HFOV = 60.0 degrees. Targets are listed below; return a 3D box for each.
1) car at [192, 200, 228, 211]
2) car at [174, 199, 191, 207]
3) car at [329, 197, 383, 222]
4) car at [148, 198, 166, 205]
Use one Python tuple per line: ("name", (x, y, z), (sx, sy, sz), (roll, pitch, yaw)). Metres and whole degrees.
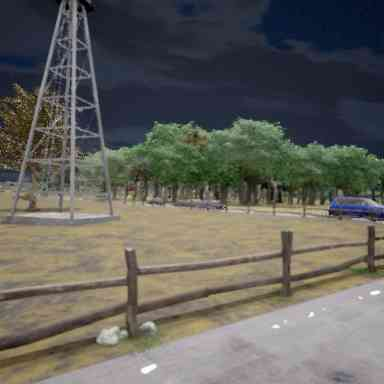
("car", (2.712, 1.863, 47.205), (2.033, 1.411, 5.357), (3, -1, -35))
("car", (-1.039, 1.964, 57.414), (2.033, 1.411, 5.357), (3, -1, -35))
("car", (15.148, 1.544, 29.813), (2.150, 2.045, 5.566), (3, -1, -35))
("car", (-6.903, 1.889, 65.522), (2.128, 1.511, 4.902), (3, -1, -36))
